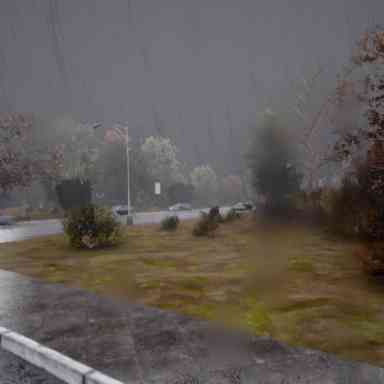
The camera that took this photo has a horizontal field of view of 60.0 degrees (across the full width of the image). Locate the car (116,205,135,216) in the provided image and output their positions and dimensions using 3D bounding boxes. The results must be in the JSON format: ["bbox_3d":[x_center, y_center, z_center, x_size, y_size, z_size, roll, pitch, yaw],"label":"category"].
[{"bbox_3d":[-9.415,2.473,42.887,2.128,1.511,4.902,-3,-2,32],"label":"car"}]

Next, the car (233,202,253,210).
[{"bbox_3d":[7.736,2.192,50.039,1.994,1.385,4.181,-3,-2,33],"label":"car"}]

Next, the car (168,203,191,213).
[{"bbox_3d":[-1.995,2.561,54.541,2.128,1.511,4.902,-3,-2,33],"label":"car"}]

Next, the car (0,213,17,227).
[{"bbox_3d":[-17.956,2.498,29.640,1.994,1.385,4.181,-3,-2,34],"label":"car"}]
